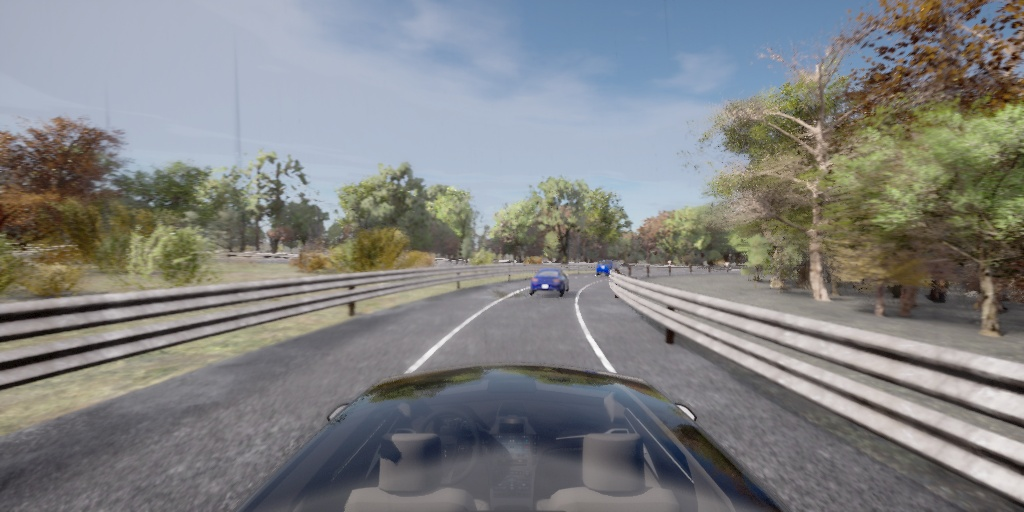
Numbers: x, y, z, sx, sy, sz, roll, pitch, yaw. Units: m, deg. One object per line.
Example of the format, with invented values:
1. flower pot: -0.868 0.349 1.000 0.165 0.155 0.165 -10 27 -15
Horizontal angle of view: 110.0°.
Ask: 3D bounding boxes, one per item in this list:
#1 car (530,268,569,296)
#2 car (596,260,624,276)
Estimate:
1. car: 2.211 1.424 20.557 1.812 1.442 4.674 1 -1 13
2. car: 12.551 1.577 45.864 2.150 2.045 5.566 1 -1 33
